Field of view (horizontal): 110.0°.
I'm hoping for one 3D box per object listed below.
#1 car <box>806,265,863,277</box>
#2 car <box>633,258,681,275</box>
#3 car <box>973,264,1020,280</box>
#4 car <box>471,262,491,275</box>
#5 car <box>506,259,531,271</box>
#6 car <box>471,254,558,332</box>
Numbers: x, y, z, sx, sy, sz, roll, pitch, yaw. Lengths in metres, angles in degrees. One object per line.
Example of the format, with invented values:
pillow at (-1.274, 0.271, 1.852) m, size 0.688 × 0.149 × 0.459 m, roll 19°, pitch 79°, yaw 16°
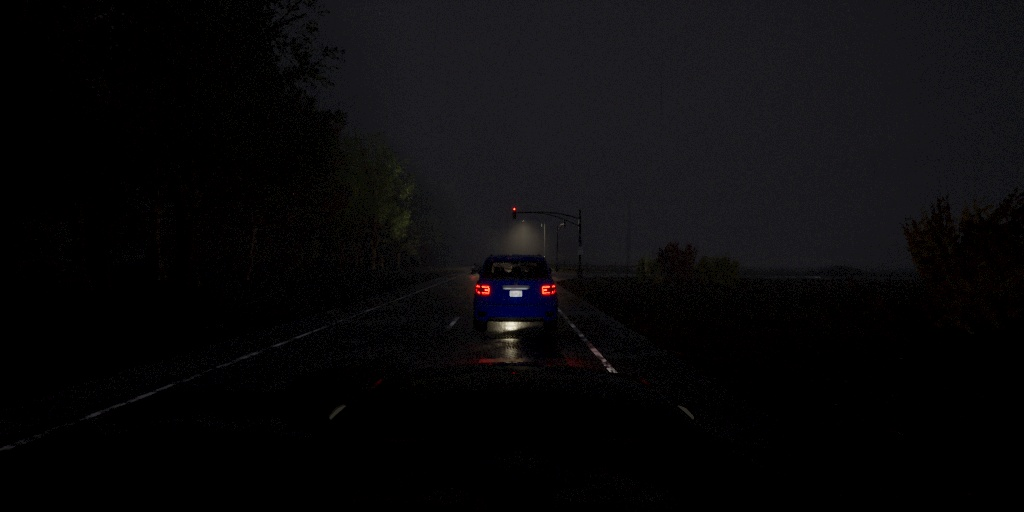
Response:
car at (38.045, 1.770, 42.323) m, size 5.357 × 1.411 × 2.033 m, roll 1°, pitch -1°, yaw 0°
car at (17.289, 1.219, 42.436) m, size 5.566 × 2.045 × 2.150 m, roll 1°, pitch -1°, yaw 1°
car at (52.069, 1.880, 38.649) m, size 4.181 × 1.385 × 1.994 m, roll 1°, pitch -1°, yaw 1°
car at (-3.449, 1.357, 40.404) m, size 1.895 × 1.301 × 4.718 m, roll 0°, pitch 0°, yaw 0°
car at (0.835, 1.256, 51.215) m, size 1.837 × 1.490 × 4.892 m, roll -2°, pitch 1°, yaw -20°
car at (0.090, 0.974, 11.059) m, size 2.150 × 2.045 × 5.566 m, roll 0°, pitch 0°, yaw 0°
